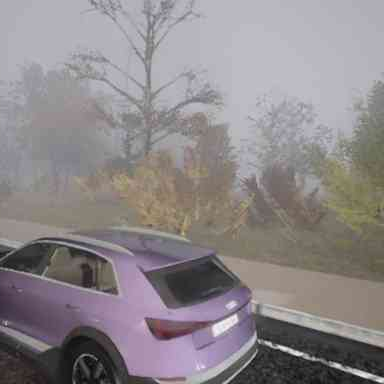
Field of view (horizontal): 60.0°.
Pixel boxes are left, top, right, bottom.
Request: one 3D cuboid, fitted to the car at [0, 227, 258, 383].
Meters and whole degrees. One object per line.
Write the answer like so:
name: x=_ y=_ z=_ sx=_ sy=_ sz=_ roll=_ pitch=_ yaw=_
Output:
car: x=-1.492 y=1.301 z=4.643 sx=4.856 sy=1.649 sz=2.033 roll=2 pitch=1 yaw=36
